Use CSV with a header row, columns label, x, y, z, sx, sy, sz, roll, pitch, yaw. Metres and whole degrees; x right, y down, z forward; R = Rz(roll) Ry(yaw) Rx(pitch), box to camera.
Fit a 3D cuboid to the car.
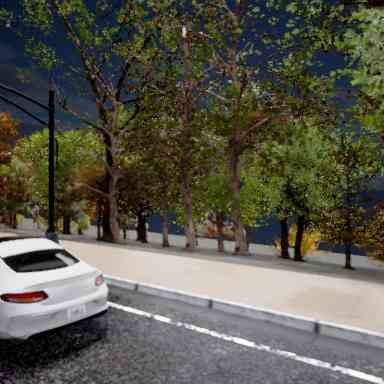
label,x,y,z,sx,sy,sz,roll,pitch,yaw
car,-3.496,1.558,6.179,4.674,1.442,1.812,0,0,37
